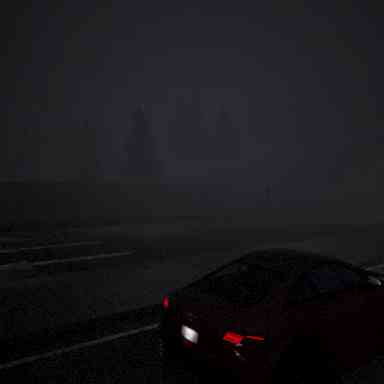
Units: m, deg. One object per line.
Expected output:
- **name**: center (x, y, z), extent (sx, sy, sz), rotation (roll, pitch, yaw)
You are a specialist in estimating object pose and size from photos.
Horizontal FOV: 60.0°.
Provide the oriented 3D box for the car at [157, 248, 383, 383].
- **car**: center (1.600, 1.563, 4.892), extent (4.181, 1.385, 1.994), rotation (0, 0, -35)
